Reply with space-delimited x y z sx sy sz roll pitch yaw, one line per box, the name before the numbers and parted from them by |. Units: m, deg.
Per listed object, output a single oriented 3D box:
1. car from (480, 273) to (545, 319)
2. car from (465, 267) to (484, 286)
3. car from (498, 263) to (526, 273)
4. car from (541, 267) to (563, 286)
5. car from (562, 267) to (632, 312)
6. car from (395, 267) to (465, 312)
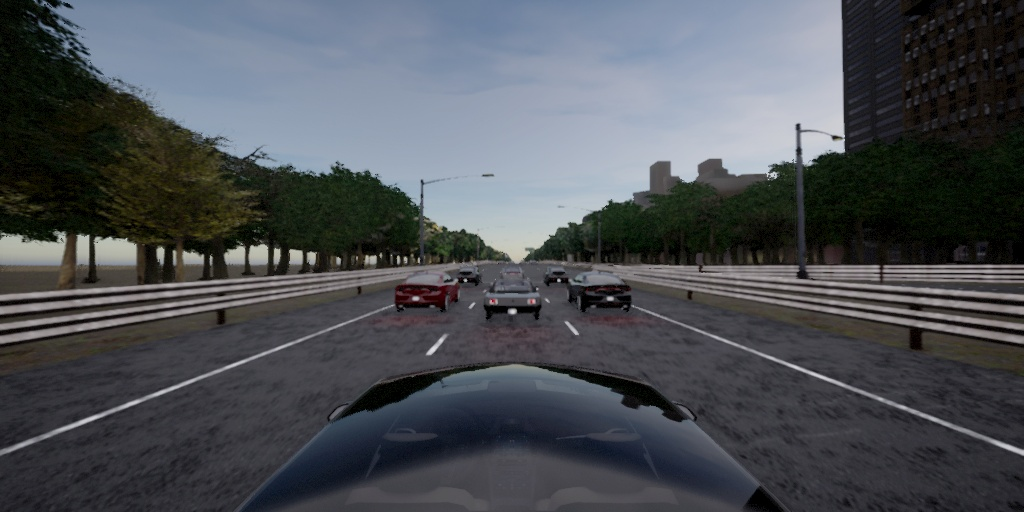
car | 0.038 1.504 13.577 1.895 1.301 4.718 0 -1 0
car | -3.458 1.598 29.191 1.837 1.490 4.892 0 0 0
car | 0.040 1.584 29.175 2.128 1.511 4.902 0 -1 1
car | 3.541 1.599 29.194 1.837 1.490 4.892 0 0 0
car | 3.552 1.404 15.357 1.882 1.535 5.008 0 0 0
car | -3.446 1.404 15.403 1.882 1.535 5.008 0 0 1
